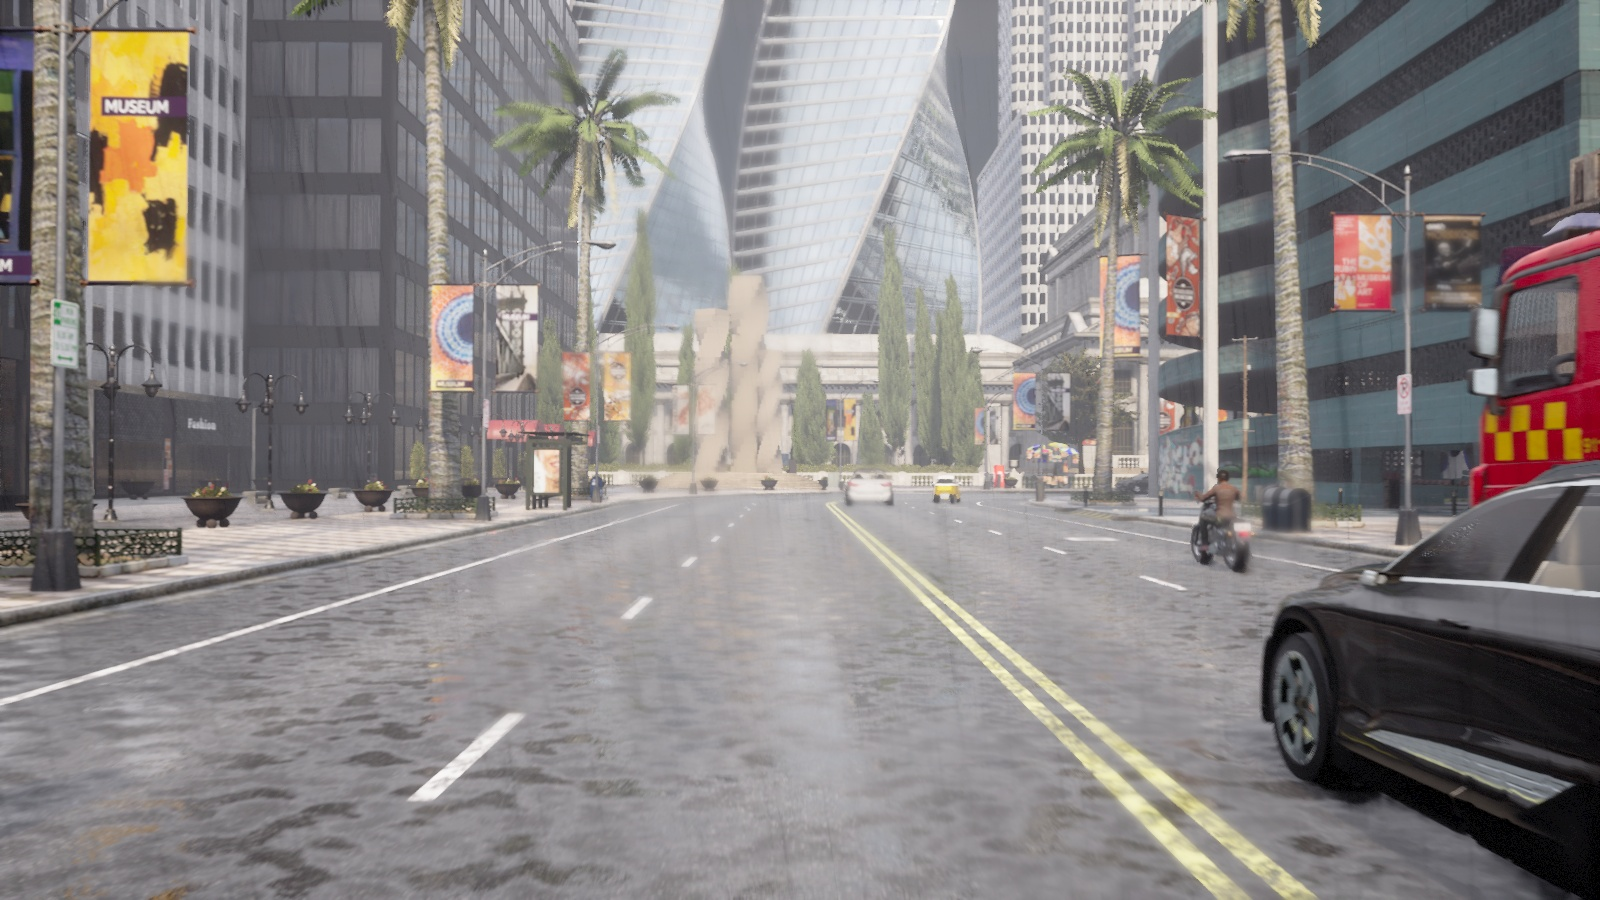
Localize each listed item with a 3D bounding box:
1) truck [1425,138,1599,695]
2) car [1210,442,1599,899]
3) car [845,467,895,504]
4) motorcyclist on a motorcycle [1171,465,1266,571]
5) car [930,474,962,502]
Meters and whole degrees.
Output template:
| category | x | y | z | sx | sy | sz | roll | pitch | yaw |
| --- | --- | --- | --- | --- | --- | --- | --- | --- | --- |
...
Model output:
| category | x | y | z | sx | sy | sz | roll | pitch | yaw |
| --- | --- | --- | --- | --- | --- | --- | --- | --- | --- |
| truck | 6.958 | -0.265 | 6.750 | 2.891 | 3.827 | 8.468 | 0 | -1 | 0 |
| car | 3.472 | 0.815 | 5.029 | 2.033 | 1.649 | 4.856 | 0 | -1 | 0 |
| car | 3.263 | 1.634 | 59.067 | 2.242 | 1.667 | 4.611 | 0 | -1 | 2 |
| motorcyclist on a motorcycle | 6.873 | 1.084 | 20.752 | 0.766 | 1.649 | 2.350 | 0 | -1 | 0 |
| car | 7.444 | 1.908 | 63.875 | 1.481 | 1.376 | 2.207 | -1 | -1 | 10 |
